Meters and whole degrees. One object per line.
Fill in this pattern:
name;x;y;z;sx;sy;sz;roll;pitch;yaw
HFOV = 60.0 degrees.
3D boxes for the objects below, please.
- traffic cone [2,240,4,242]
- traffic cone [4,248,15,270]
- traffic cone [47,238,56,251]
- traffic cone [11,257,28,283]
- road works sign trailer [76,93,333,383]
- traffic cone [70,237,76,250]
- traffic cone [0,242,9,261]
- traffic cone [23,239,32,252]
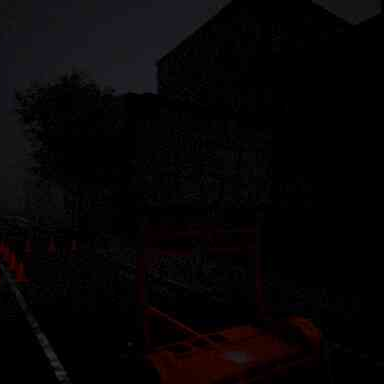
traffic cone;-8.255;2.378;14.510;0.340;0.580;0.340;3;-2;-34
traffic cone;-6.017;2.301;11.195;0.340;0.580;0.340;2;-3;-34
traffic cone;-6.599;2.451;15.627;0.340;0.580;0.340;3;-2;-34
traffic cone;-4.898;2.257;9.539;0.340;0.580;0.340;2;-3;-34
road works sign trailer;0.096;0.655;4.509;2.380;3.560;2.880;2;-3;-34
traffic cone;-5.765;2.492;16.189;0.340;0.580;0.340;4;-3;-34
traffic cone;-7.136;2.340;12.853;0.340;0.580;0.340;3;-2;-34
traffic cone;-7.427;2.415;15.068;0.340;0.580;0.340;3;-2;-34
